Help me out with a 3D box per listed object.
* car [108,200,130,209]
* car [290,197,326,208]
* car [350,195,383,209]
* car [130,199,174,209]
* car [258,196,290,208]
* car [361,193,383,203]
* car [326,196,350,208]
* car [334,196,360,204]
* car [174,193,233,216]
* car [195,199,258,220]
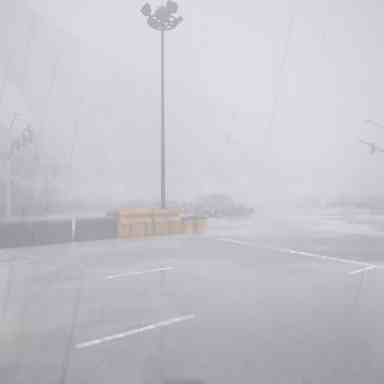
[{"bbox_3d":[-6.279,1.485,33.920,4.674,1.442,1.812,0,0,-36],"label":"car"},{"bbox_3d":[15.400,1.401,45.155,5.357,1.411,2.033,0,0,-36],"label":"car"},{"bbox_3d":[22.488,1.385,41.617,5.357,1.411,2.033,0,0,-36],"label":"car"},{"bbox_3d":[-2.980,1.444,31.994,4.902,1.511,2.128,0,0,-36],"label":"car"},{"bbox_3d":[10.891,1.358,46.230,4.902,1.511,2.128,0,0,-36],"label":"car"},{"bbox_3d":[34.204,1.096,62.803,4.553,1.767,2.097,0,0,-36],"label":"car"},{"bbox_3d":[19.421,1.334,43.727,4.902,1.511,2.128,0,0,-36],"label":"car"},{"bbox_3d":[26.915,1.381,57.656,4.718,1.301,1.895,0,0,-35],"label":"car"},{"bbox_3d":[1.500,1.162,30.896,5.566,2.045,2.150,0,0,-36],"label":"car"},{"bbox_3d":[2.920,1.546,27.609,4.718,1.301,1.895,0,0,-36],"label":"car"}]
